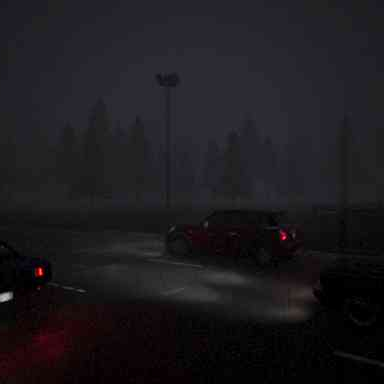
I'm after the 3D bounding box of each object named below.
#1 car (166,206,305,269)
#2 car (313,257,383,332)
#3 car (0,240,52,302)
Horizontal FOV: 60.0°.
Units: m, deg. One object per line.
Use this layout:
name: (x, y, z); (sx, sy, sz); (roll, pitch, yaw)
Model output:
car: (1.306, 1.321, 11.213); (4.553, 1.767, 2.097); (0, 0, 33)
car: (4.448, 1.577, 5.123); (4.718, 1.301, 1.895); (0, 0, 35)
car: (-5.270, 1.595, 7.065); (4.718, 1.301, 1.895); (0, 0, 30)
